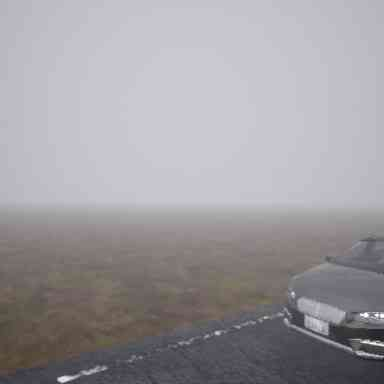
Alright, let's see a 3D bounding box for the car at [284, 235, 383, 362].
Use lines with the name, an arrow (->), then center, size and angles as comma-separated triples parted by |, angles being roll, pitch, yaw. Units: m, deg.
car -> 3.700, 1.557, 5.854 | 4.902, 1.511, 2.128 | 1, 0, -34
